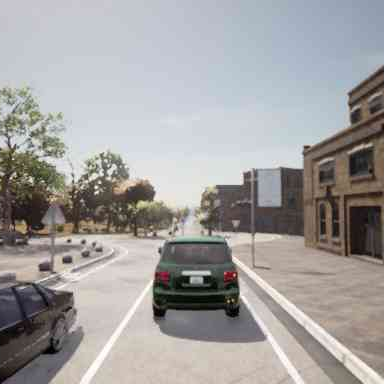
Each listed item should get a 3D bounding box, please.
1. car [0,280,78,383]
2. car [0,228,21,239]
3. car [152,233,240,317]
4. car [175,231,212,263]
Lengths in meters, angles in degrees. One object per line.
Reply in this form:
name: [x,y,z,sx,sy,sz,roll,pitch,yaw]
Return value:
car: [-3.344,2.080,4.911,2.033,1.411,5.357,0,-9,0]
car: [-24.335,5.339,42.836,4.181,1.385,1.994,5,-5,-38]
car: [0.099,2.296,10.078,2.150,2.045,5.566,0,-5,0]
car: [0.226,3.502,22.028,2.097,1.767,4.553,0,-5,4]
